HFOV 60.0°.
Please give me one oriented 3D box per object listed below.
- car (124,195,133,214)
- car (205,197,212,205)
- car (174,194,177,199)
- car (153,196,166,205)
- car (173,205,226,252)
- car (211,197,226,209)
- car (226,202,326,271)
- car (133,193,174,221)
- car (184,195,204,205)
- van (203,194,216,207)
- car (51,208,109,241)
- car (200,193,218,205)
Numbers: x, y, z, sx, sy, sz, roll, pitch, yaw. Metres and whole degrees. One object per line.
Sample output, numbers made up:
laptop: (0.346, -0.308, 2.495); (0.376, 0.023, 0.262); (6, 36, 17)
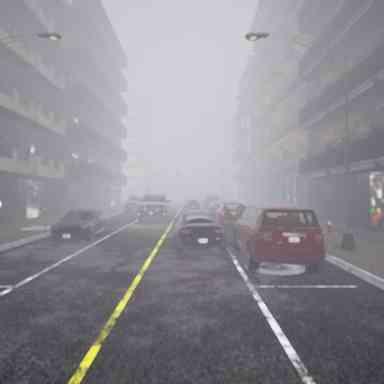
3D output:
car: (-5.303, 1.197, 32.872); (2.192, 1.841, 5.009); (1, 0, 0)
car: (2.538, 1.463, 32.820); (1.802, 1.307, 4.206); (1, 0, 0)
car: (-5.328, 1.359, 93.078); (1.947, 1.339, 4.313); (1, 0, 0)
car: (-5.317, 1.422, 54.998); (1.802, 1.307, 4.206); (1, 0, 0)
car: (0.243, 1.469, 13.525); (1.812, 1.442, 4.674); (0, 0, -3)
car: (2.544, 1.354, 21.757); (1.967, 1.590, 4.097); (1, 0, 0)
car: (2.551, 1.269, 10.693); (2.192, 1.841, 5.009); (1, 0, 0)
car: (-2.856, 1.122, 26.072); (2.150, 2.045, 5.566); (0, 0, 0)
car: (0.088, 1.394, 38.176); (1.812, 1.442, 4.674); (0, 0, 0)
van: (2.537, 1.189, 49.414); (1.690, 1.788, 3.998); (1, 0, 0)
car: (-5.303, 1.499, 16.283); (1.947, 1.339, 4.313); (1, 0, 0)
car: (2.539, 1.172, 43.882); (2.192, 1.841, 5.009); (1, 0, 0)
